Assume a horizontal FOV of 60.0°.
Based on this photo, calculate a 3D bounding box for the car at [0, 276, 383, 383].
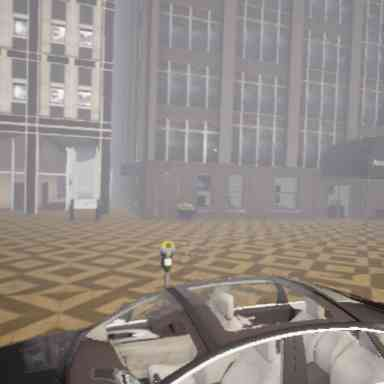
[{"bbox_3d":[0.221,1.455,2.567,4.403,1.369,2.008,1,2,-17],"label":"car"}]
